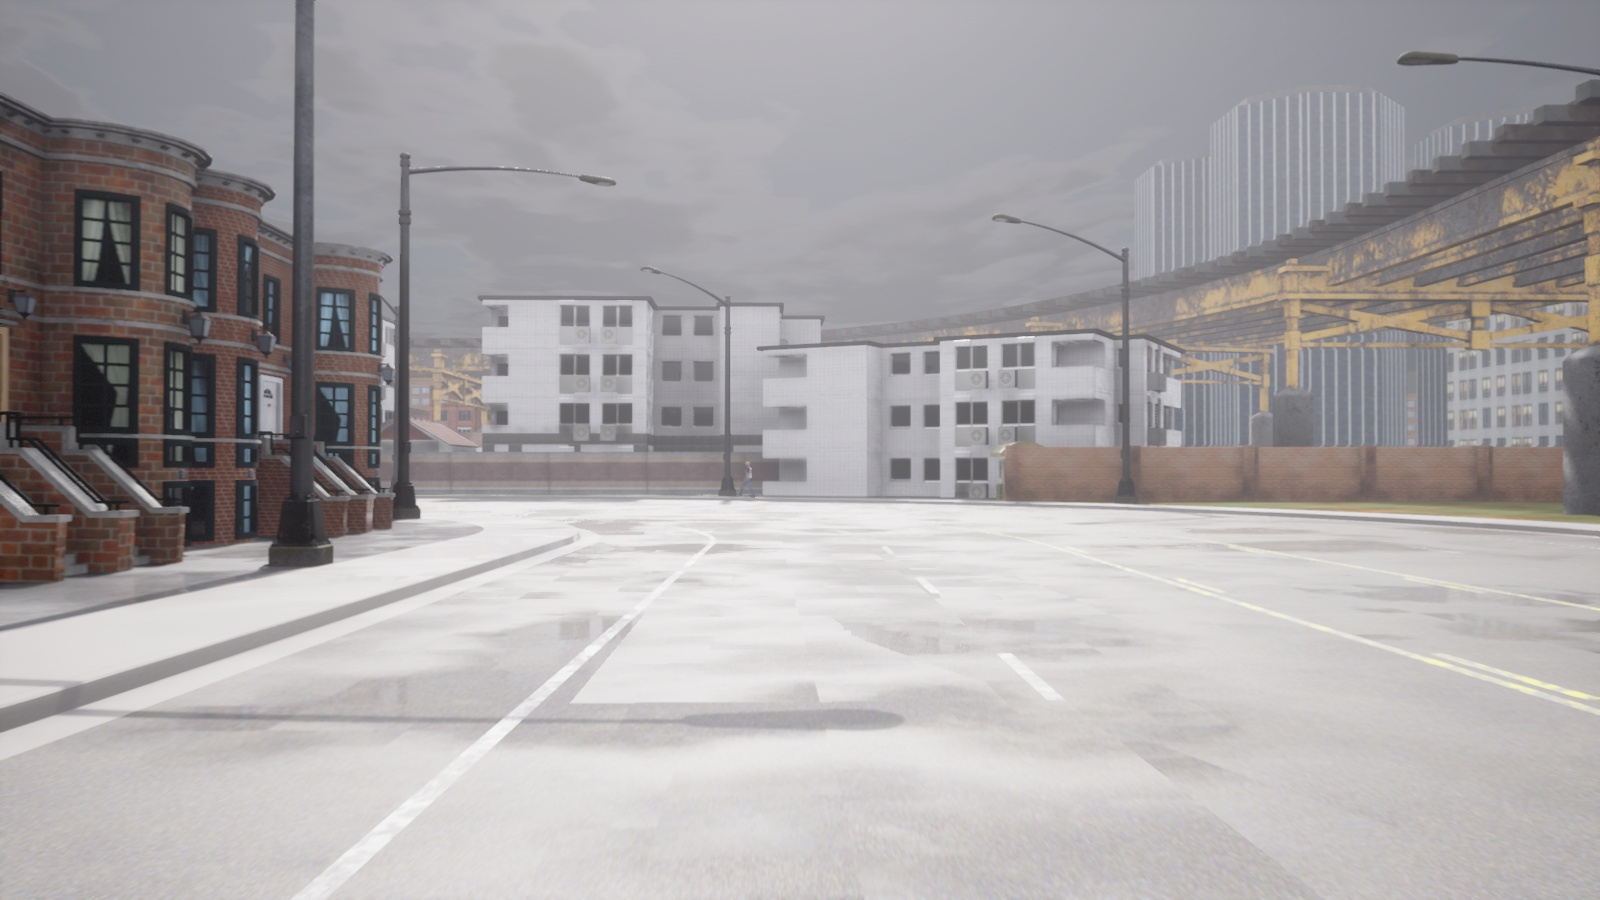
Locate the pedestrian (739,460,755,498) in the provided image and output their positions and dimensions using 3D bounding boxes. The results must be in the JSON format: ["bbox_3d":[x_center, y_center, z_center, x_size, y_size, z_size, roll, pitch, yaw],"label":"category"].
[{"bbox_3d":[-2.628,1.423,61.867,0.706,1.836,0.354,-1,-1,22],"label":"pedestrian"}]
